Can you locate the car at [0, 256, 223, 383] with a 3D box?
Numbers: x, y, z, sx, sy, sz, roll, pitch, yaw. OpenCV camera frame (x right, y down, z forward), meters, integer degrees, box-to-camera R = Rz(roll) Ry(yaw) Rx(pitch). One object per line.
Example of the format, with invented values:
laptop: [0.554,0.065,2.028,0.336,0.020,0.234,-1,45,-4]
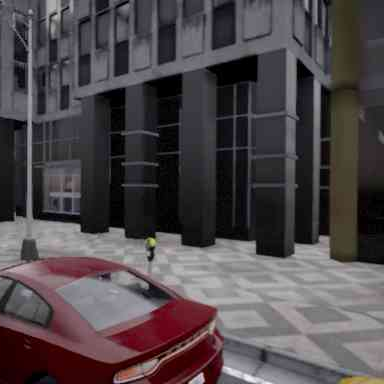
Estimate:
car: [-1.783,1.514,4.213,4.507,1.381,1.887,1,1,35]

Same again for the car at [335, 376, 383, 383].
car: [2.685,1.539,1.056,4.829,1.417,1.752,1,0,35]
